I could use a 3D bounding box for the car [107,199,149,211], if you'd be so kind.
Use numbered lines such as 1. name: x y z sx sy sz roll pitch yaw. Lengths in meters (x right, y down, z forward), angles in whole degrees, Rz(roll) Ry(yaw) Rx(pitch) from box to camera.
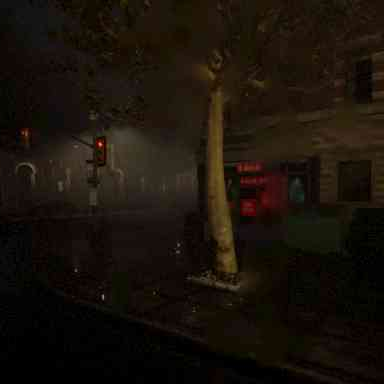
1. car: -7.440 1.601 40.004 1.895 1.301 4.718 0 0 36

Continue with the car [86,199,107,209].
1. car: -11.918 1.595 45.144 1.895 1.301 4.718 0 0 36

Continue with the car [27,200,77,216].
1. car: -13.334 1.526 31.926 1.812 1.442 4.674 0 0 36

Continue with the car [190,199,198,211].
1. car: 2.317 1.477 39.446 1.882 1.535 5.008 0 0 36

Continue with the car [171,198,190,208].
1. car: -1.368 1.547 48.282 2.033 1.411 5.357 0 0 36
